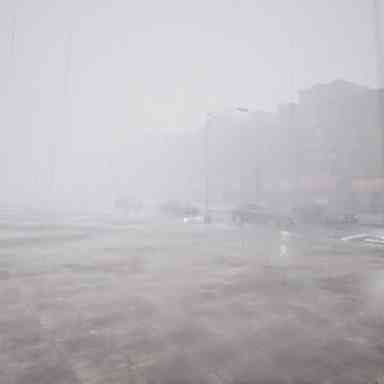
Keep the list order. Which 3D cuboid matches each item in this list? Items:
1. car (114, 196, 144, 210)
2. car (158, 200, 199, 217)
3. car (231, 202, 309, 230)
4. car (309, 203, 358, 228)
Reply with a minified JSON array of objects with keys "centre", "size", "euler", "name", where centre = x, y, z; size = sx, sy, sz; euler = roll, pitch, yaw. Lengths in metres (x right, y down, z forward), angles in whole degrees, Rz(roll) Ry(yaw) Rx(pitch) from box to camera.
[{"centre":[-7.167,1.188,37.411],"size":[2.128,1.511,4.902],"euler":[-2,2,-35],"name":"car"},{"centre":[-1.240,1.375,29.038],"size":[1.994,1.385,4.181],"euler":[-2,2,-36],"name":"car"},{"centre":[4.514,1.425,20.927],"size":[1.837,1.490,4.892],"euler":[-2,2,-35],"name":"car"},{"centre":[7.699,1.420,21.383],"size":[2.033,1.411,5.357],"euler":[-2,1,-35],"name":"car"}]
